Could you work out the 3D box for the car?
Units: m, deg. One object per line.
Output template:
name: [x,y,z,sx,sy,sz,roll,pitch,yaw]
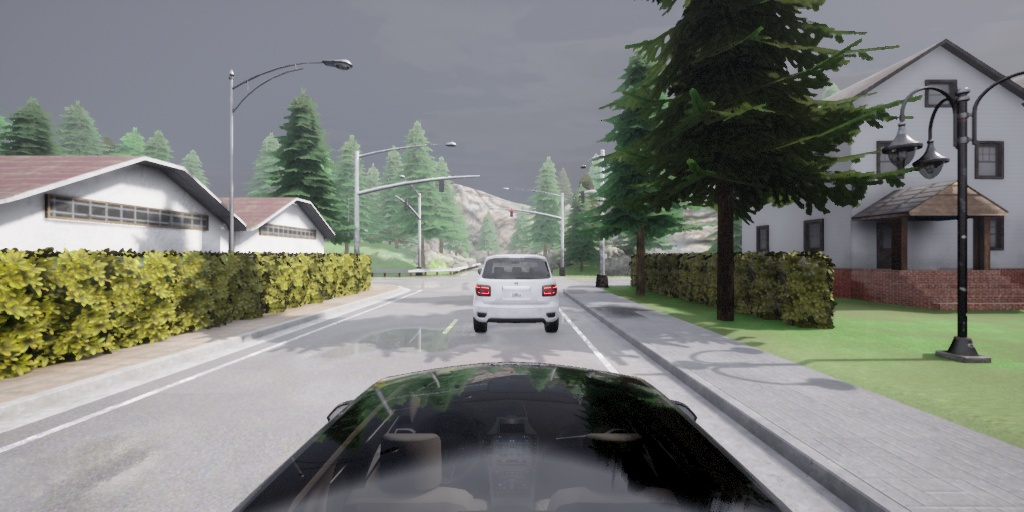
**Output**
car: [0.105,0.970,10.892,2.150,2.045,5.566,0,0,0]
